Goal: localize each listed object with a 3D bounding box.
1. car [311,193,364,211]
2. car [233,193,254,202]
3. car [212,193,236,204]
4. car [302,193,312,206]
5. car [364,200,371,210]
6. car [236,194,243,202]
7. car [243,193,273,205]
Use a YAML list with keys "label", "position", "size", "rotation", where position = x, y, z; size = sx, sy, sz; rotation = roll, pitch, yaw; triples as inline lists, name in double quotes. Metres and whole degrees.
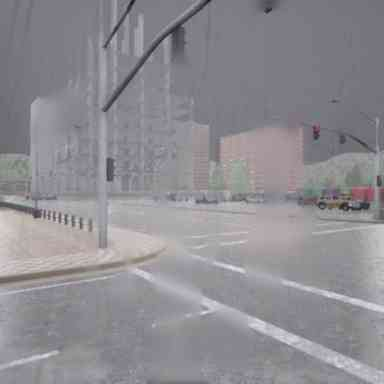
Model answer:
- label: "car"
  position: [16.335, 1.147, 37.475]
  size: [1.932, 1.855, 4.605]
  rotation: [0, 0, -35]
- label: "car"
  position: [11.335, 1.143, 73.843]
  size: [1.932, 1.855, 4.605]
  rotation: [0, 0, -35]
- label: "car"
  position: [6.812, 1.387, 70.577]
  size: [1.970, 1.475, 3.806]
  rotation: [0, 0, -35]
- label: "car"
  position: [24.572, 1.142, 64.763]
  size: [1.932, 1.855, 4.605]
  rotation: [0, 0, -35]
- label: "car"
  position: [18.728, 1.149, 39.104]
  size: [1.905, 1.878, 3.866]
  rotation: [0, 0, -35]
- label: "car"
  position: [9.175, 1.354, 72.251]
  size: [1.784, 1.438, 3.905]
  rotation: [0, 0, -35]
- label: "car"
  position: [10.837, 1.388, 54.921]
  size: [1.970, 1.475, 3.806]
  rotation: [0, 0, -35]
